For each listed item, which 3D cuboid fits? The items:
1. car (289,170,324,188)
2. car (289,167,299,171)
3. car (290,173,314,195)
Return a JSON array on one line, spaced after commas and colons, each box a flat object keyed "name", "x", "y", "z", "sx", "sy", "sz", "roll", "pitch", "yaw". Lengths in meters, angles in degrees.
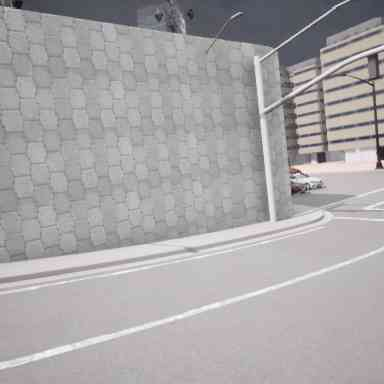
[{"name": "car", "x": 9.709, "y": -0.971, "z": 30.495, "sx": 1.812, "sy": 1.442, "sz": 4.674, "roll": -10, "pitch": 6, "yaw": -35}, {"name": "car", "x": 12.516, "y": -2.557, "z": 44.868, "sx": 1.812, "sy": 1.442, "sz": 4.674, "roll": -10, "pitch": 6, "yaw": -35}, {"name": "car", "x": 7.355, "y": -0.456, "z": 27.853, "sx": 1.812, "sy": 1.442, "sz": 4.674, "roll": -10, "pitch": 6, "yaw": -35}]
